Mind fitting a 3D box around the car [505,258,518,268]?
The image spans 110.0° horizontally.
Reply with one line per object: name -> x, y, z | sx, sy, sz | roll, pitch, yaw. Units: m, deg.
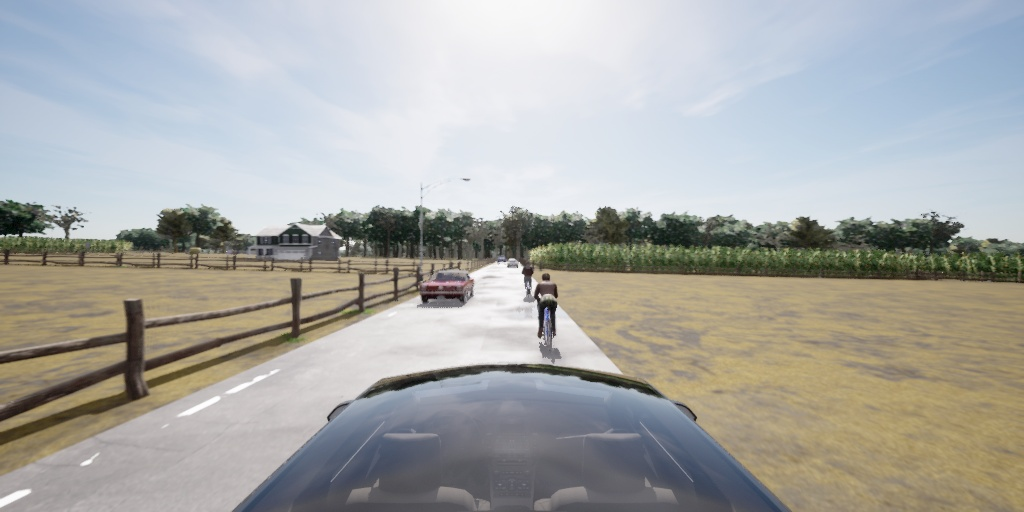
car -> 0.136, 1.303, 61.513 | 1.895, 1.301, 4.718 | 0, 0, 0

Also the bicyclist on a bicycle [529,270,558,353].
bicyclist on a bicycle -> 0.763, 1.203, 7.878 | 0.582, 1.620, 1.656 | 0, 0, 0

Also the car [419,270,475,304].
car -> -2.839, 1.351, 16.553 | 1.895, 1.301, 4.718 | 0, 0, 0

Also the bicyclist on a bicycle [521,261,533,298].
bicyclist on a bicycle -> 0.768, 1.121, 17.520 | 0.659, 1.776, 1.843 | 0, 0, 0
